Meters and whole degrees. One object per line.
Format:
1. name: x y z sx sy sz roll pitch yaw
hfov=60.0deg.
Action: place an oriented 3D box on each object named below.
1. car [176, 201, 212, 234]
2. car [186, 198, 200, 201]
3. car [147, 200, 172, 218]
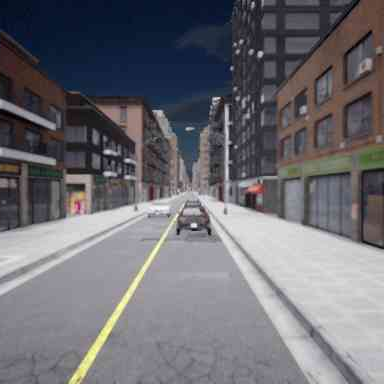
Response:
1. car: 0.096 1.472 18.604 1.812 1.442 4.674 0 0 0
2. car: 0.092 1.383 37.284 2.128 1.511 4.902 0 0 0
3. car: -2.756 1.441 29.120 1.812 1.442 4.674 0 0 0
